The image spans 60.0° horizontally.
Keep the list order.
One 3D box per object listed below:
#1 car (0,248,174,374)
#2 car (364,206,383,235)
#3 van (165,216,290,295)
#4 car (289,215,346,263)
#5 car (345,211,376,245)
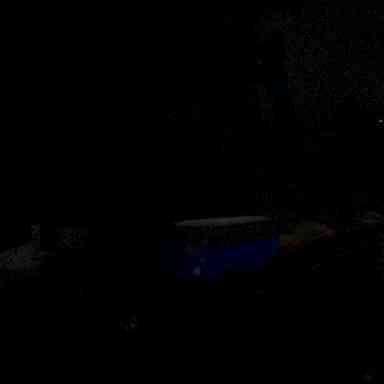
[{"bbox_3d":[-2.532,1.795,5.186,1.947,1.339,4.313,-3,-2,40],"label":"car"},{"bbox_3d":[11.434,1.894,21.637,1.752,1.417,4.829,-3,-2,40],"label":"car"},{"bbox_3d":[0.982,1.605,9.337,1.690,1.788,3.998,-3,-2,40],"label":"van"},{"bbox_3d":[4.396,1.823,13.348,1.752,1.417,4.829,-3,-2,40],"label":"car"},{"bbox_3d":[8.026,1.900,17.620,1.947,1.339,4.313,-3,-2,40],"label":"car"}]
